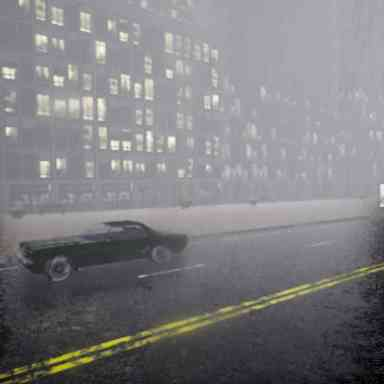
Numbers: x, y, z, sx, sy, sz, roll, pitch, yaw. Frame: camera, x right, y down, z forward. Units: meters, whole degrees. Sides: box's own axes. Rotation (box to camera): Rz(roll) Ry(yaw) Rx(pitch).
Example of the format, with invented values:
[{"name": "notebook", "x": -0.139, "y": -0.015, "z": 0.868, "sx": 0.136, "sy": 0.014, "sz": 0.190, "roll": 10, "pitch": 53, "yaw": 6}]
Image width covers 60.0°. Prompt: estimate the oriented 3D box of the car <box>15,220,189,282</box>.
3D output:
[{"name": "car", "x": -2.527, "y": 1.544, "z": 9.816, "sx": 4.718, "sy": 1.301, "sz": 1.895, "roll": -1, "pitch": 1, "yaw": -35}]
